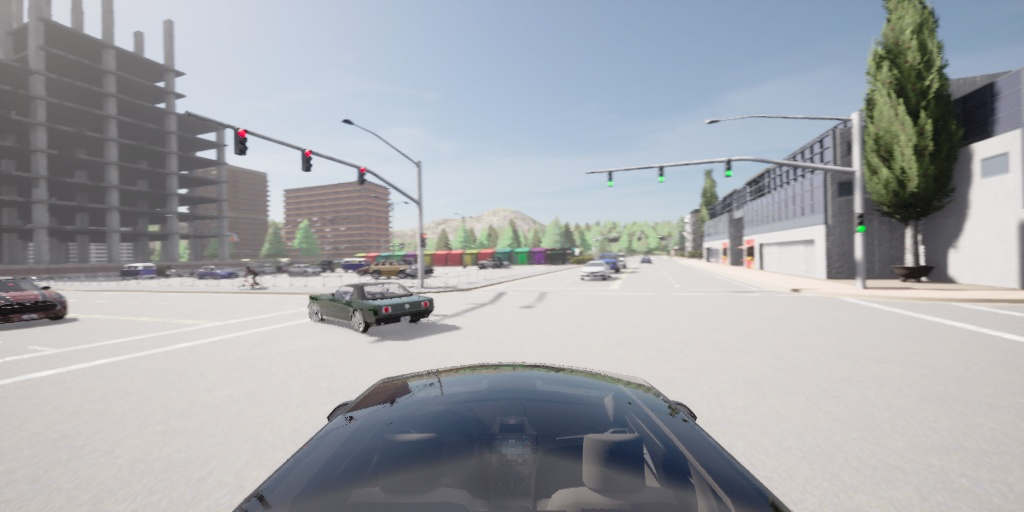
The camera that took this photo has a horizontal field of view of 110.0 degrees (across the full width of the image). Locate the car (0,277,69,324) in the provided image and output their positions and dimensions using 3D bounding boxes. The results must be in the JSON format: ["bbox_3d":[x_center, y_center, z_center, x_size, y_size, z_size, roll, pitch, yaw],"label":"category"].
[{"bbox_3d":[-18.745,1.566,13.094,4.553,1.767,2.097,-1,0,19],"label":"car"}]

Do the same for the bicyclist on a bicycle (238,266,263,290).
[{"bbox_3d":[-17.767,1.491,24.374,0.582,1.620,1.656,-1,0,19],"label":"bicyclist on a bicycle"}]

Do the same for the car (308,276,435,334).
[{"bbox_3d":[-4.581,1.463,11.189,4.718,1.301,1.895,-1,0,41],"label":"car"}]

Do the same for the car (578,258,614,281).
[{"bbox_3d":[6.651,1.108,28.296,1.812,1.442,4.674,-1,0,22],"label":"car"}]

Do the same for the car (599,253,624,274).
[{"bbox_3d":[10.094,0.717,37.519,2.150,2.045,5.566,-1,0,21],"label":"car"}]

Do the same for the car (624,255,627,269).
[{"bbox_3d":[13.886,0.622,47.321,2.150,2.045,5.566,-1,0,21],"label":"car"}]
